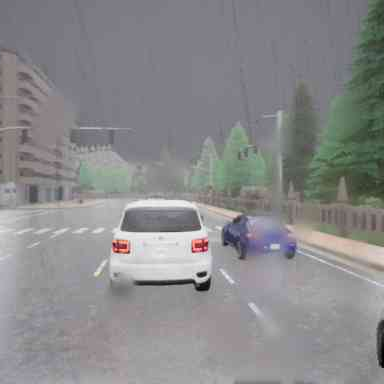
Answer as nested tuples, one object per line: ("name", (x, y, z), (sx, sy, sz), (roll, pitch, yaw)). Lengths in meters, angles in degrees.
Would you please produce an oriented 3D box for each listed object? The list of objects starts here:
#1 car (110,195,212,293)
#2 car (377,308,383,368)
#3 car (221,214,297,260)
("car", (-0.809, 1.221, 9.042), (2.150, 2.045, 5.566), (0, 0, -5))
("car", (3.179, 1.492, 2.016), (2.128, 1.511, 4.902), (0, 0, -2))
("car", (2.333, 1.525, 12.404), (1.812, 1.442, 4.674), (0, 0, -6))
